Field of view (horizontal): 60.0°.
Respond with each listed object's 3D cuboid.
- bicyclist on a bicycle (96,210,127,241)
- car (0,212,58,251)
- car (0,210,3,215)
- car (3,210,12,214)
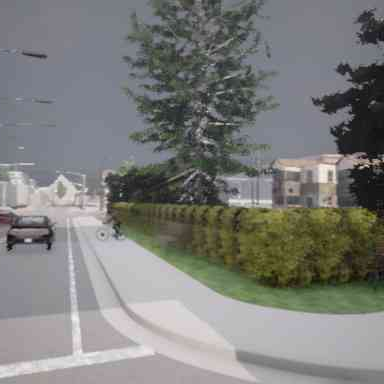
[{"bbox_3d":[-4.290,1.818,17.870,1.656,1.620,0.582,1,-2,-21],"label":"bicyclist on a bicycle"},{"bbox_3d":[-7.809,1.903,16.433,2.128,1.511,4.902,2,-2,-21],"label":"car"},{"bbox_3d":[-12.882,1.972,19.424,2.033,1.411,5.357,2,-2,-21],"label":"car"},{"bbox_3d":[-16.416,2.232,28.823,1.994,1.385,4.181,2,-2,-20],"label":"car"}]
